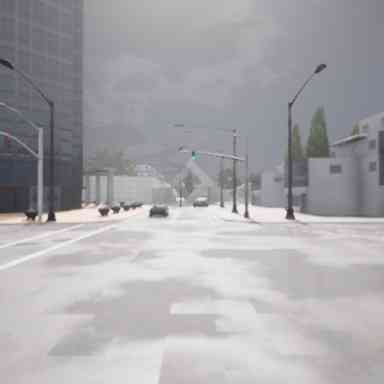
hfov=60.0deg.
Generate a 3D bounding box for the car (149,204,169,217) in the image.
[{"bbox_3d":[-3.598,2.020,36.764,1.895,1.301,4.718,0,-1,0],"label":"car"}]

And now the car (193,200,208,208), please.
[{"bbox_3d":[1.752,2.307,65.097,1.994,1.385,4.181,0,-1,22],"label":"car"}]
